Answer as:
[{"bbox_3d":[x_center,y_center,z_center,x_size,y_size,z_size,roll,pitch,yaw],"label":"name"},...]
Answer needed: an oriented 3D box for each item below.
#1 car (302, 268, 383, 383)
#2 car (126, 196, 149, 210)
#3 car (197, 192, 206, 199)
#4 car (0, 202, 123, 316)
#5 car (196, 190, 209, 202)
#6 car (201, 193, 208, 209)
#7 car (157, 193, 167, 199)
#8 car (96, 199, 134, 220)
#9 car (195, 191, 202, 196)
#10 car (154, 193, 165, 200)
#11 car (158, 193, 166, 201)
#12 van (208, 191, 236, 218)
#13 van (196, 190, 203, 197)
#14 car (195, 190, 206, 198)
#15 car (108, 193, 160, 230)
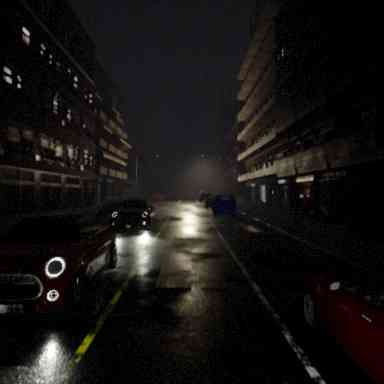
[{"bbox_3d":[2.671,1.526,3.874,1.802,1.307,4.206,1,1,-1],"label":"car"},{"bbox_3d":[-6.043,1.171,37.253,1.947,1.339,4.313,1,1,-1],"label":"car"},{"bbox_3d":[2.002,0.721,70.889,1.752,1.417,4.829,1,1,-1],"label":"car"},{"bbox_3d":[-3.166,1.278,7.630,2.097,1.767,4.553,0,1,0],"label":"car"},{"bbox_3d":[2.172,0.698,54.005,2.192,1.841,5.009,1,1,-1],"label":"car"},{"bbox_3d":[2.337,1.114,37.296,1.887,1.381,4.507,1,1,-1],"label":"car"},{"bbox_3d":[-6.378,0.815,70.676,1.802,1.307,4.206,1,1,-1],"label":"car"},{"bbox_3d":[-5.931,1.296,26.112,1.947,1.339,4.313,1,1,-1],"label":"car"},{"bbox_3d":[1.780,0.501,93.001,2.008,1.369,4.403,1,1,-1],"label":"car"},{"bbox_3d":[-6.322,0.877,65.105,1.802,1.307,4.206,1,1,-1],"label":"car"},{"bbox_3d":[-6.266,0.902,59.535,1.887,1.381,4.507,1,1,-1],"label":"car"},{"bbox_3d":[2.450,1.035,26.154,1.690,1.788,3.998,1,1,-1],"label":"van"},{"bbox_3d":[1.838,0.353,87.428,1.690,1.788,3.998,1,1,-1],"label":"van"},{"bbox_3d":[1.950,0.451,76.288,2.192,1.841,5.009,1,1,-1],"label":"car"},{"bbox_3d":[-3.270,1.147,19.255,2.097,1.767,4.553,0,1,0],"label":"car"}]
